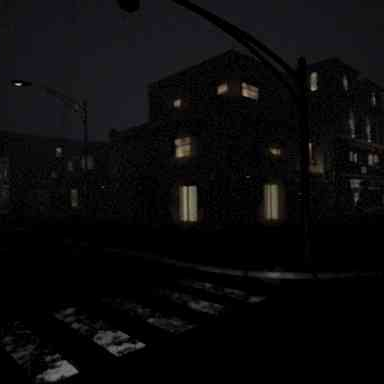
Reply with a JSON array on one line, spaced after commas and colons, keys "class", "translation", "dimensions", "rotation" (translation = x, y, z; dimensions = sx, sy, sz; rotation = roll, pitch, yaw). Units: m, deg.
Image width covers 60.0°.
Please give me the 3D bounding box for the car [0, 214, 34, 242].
[{"class": "car", "translation": [-10.384, 1.921, 18.649], "dimensions": [1.752, 1.417, 4.829], "rotation": [0, -1, -43]}]
